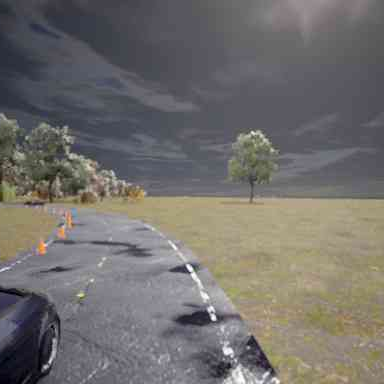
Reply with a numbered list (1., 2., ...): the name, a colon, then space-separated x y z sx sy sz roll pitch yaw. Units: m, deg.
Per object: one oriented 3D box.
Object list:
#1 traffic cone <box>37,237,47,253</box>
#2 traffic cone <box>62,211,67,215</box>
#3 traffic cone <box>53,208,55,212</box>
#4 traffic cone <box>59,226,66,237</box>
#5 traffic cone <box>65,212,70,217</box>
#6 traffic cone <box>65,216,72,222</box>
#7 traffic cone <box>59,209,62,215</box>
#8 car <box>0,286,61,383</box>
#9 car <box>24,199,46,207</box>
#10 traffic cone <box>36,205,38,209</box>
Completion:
1. traffic cone: -5.786 2.041 12.793 0.340 0.580 0.340 0 0 -11
2. traffic cone: -11.746 2.110 31.168 0.340 0.580 0.340 1 0 -25
3. traffic cone: -16.432 2.112 39.637 0.340 0.580 0.340 1 0 -33
4. traffic cone: -6.832 2.065 17.520 0.340 0.580 0.340 0 0 -14
5. traffic cone: -9.818 2.100 26.726 0.340 0.580 0.340 1 0 -22
6. traffic cone: -8.178 2.085 22.171 0.340 0.580 0.340 0 0 -18
7. traffic cone: -13.953 2.114 35.477 0.340 0.580 0.340 1 0 -29
8. car: -2.636 1.587 2.740 1.994 1.385 4.181 0 0 -3
9. car: -25.350 1.770 53.820 4.718 1.301 1.895 0 -1 44
10. traffic cone: -22.160 2.103 47.440 0.340 0.580 0.340 1 -1 -40
